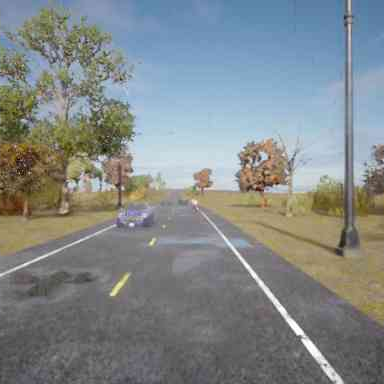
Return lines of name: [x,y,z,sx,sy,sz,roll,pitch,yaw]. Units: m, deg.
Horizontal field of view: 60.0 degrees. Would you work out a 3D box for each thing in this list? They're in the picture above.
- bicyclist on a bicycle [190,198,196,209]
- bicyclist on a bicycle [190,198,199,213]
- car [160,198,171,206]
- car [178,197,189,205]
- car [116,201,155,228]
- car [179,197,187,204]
bicyclist on a bicycle: [0.116,1.681,48.842,0.866,1.612,1.509,0,0,-2]
bicyclist on a bicycle: [0.416,1.632,38.820,0.866,1.612,1.509,0,0,-2]
car: [-4.987,1.878,63.363,1.994,1.385,4.181,0,0,-2]
car: [-1.643,1.828,68.197,2.128,1.511,4.902,0,-1,-2]
car: [-3.802,1.471,22.987,2.097,1.767,4.553,0,0,-1]
car: [-2.141,1.936,77.753,1.994,1.385,4.181,0,0,-3]
